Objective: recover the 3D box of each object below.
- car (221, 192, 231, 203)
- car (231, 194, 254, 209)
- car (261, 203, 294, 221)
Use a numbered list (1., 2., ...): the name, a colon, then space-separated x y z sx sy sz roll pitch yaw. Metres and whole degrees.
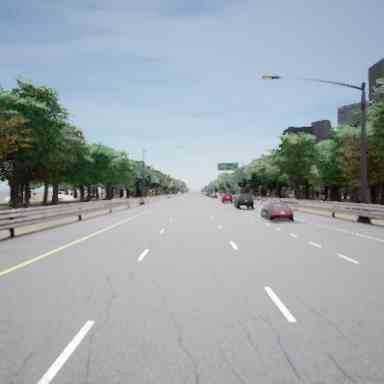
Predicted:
1. car: 7.277 1.279 69.650 2.150 2.045 5.566 0 0 0
2. car: 7.123 1.255 46.073 2.150 2.045 5.566 0 0 0
3. car: 7.047 1.582 27.840 1.994 1.385 4.181 0 0 0
